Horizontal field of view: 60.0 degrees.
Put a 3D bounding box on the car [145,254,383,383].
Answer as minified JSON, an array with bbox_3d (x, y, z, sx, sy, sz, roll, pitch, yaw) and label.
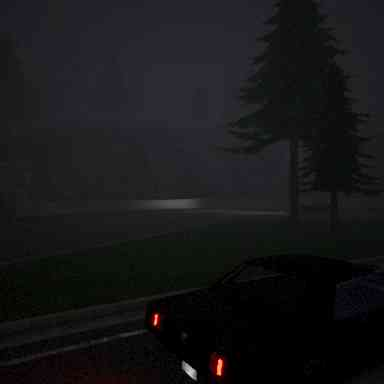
[{"bbox_3d":[1.853,1.594,4.715,4.718,1.301,1.895,0,0,-32],"label":"car"}]

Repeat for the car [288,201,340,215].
[{"bbox_3d":[11.962,1.554,32.874,4.718,1.301,1.895,0,0,18],"label":"car"}]
